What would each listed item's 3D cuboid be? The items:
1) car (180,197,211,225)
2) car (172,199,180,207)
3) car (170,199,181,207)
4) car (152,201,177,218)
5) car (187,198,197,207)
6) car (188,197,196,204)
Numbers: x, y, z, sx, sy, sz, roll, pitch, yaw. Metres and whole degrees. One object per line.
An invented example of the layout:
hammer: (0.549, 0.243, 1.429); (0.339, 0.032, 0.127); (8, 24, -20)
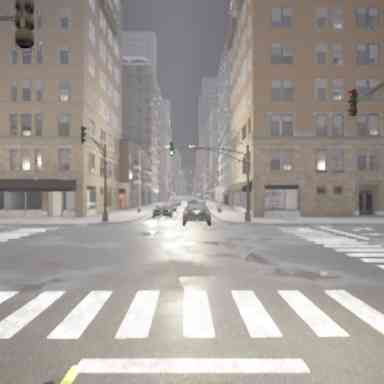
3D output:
car: (0.345, 1.555, 26.399); (2.097, 1.767, 4.553); (0, 0, 0)
car: (-2.900, 1.889, 44.171); (2.033, 1.411, 5.357); (0, 0, 0)
car: (-2.927, 1.979, 60.578); (1.837, 1.490, 4.892); (0, -1, 0)
car: (-2.855, 1.855, 33.106); (1.895, 1.301, 4.718); (0, 0, 0)
car: (0.059, 2.007, 64.202); (1.837, 1.490, 4.892); (0, 0, 0)
car: (0.000, 1.947, 74.624); (1.812, 1.442, 4.674); (0, 0, 0)
